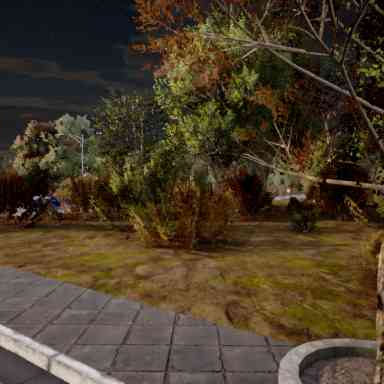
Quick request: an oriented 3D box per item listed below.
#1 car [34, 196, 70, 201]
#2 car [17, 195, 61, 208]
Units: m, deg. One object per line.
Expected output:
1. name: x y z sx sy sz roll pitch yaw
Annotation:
1. car: -17.523 1.247 41.286 1.882 1.535 5.008 0 0 32
2. car: -20.038 1.222 43.862 1.882 1.535 5.008 0 0 32
